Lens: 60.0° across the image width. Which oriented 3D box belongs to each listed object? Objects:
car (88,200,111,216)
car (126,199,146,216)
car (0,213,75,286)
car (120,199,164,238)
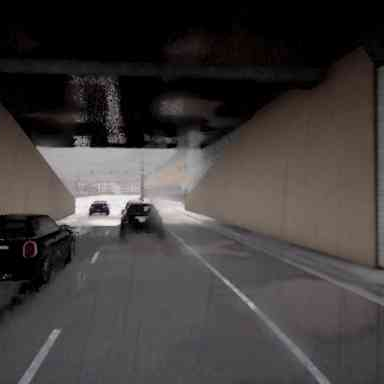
[{"bbox_3d":[-9.297,1.573,33.707,1.812,1.442,4.674,-1,0,-11],"label":"car"},{"bbox_3d":[-5.758,1.494,33.832,1.882,1.535,5.008,-1,0,-11],"label":"car"},{"bbox_3d":[-4.795,1.384,9.511,2.097,1.767,4.553,-1,0,-9],"label":"car"},{"bbox_3d":[-2.749,1.359,17.956,2.097,1.767,4.553,-1,0,-10],"label":"car"}]
